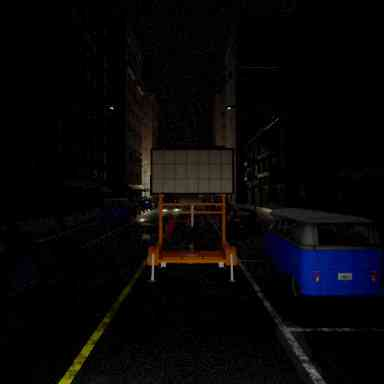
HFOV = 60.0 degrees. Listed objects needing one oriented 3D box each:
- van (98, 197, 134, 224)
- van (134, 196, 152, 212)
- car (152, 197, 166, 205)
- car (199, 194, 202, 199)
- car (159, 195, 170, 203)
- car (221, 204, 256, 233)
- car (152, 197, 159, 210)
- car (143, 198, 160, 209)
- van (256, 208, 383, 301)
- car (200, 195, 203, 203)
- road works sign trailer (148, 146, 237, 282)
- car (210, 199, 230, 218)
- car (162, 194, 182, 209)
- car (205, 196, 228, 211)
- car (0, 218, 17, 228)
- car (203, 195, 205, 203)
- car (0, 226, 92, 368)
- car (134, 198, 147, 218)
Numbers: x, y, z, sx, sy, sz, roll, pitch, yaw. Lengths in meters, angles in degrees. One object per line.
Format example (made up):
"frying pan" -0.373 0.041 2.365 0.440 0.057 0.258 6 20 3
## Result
"van" -5.645 1.340 24.580 1.690 1.788 3.998 0 0 0
"van" -5.634 1.341 35.581 1.690 1.788 3.998 0 0 0
"car" -5.611 1.572 57.587 1.947 1.339 4.313 0 0 0
"car" 2.925 1.577 68.581 1.947 1.339 4.313 0 0 0
"car" -5.601 1.451 68.590 1.967 1.590 4.097 0 0 0
"car" 2.876 1.581 19.069 1.802 1.307 4.206 0 0 0
"car" -5.628 1.567 41.083 1.947 1.339 4.313 0 0 0
"car" -5.622 1.584 46.584 1.802 1.307 4.206 0 0 0
"van" 2.864 1.341 8.066 1.690 1.788 3.998 0 0 0
"car" 2.914 1.557 57.578 2.008 1.369 4.403 0 0 0
"road works sign trailer" 0.010 0.464 9.747 2.380 3.560 2.880 0 0 0
"car" 2.887 1.581 30.071 1.802 1.307 4.206 0 0 0
"car" -2.959 1.224 46.019 2.150 2.045 5.566 0 0 0
"car" 2.892 1.315 35.573 2.192 1.841 5.009 0 0 0
"car" -5.661 1.440 8.075 1.967 1.590 4.097 0 0 0
"car" 2.903 1.443 46.576 1.967 1.590 4.097 0 0 0
"car" -3.095 1.547 5.053 2.033 1.411 5.357 0 0 0
"car" -5.639 1.550 30.080 2.008 1.369 4.403 0 0 0
